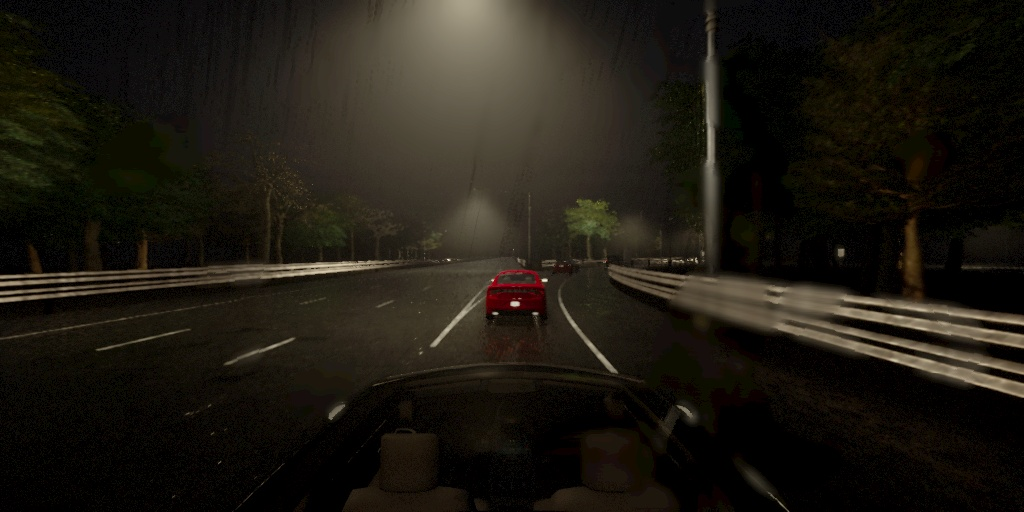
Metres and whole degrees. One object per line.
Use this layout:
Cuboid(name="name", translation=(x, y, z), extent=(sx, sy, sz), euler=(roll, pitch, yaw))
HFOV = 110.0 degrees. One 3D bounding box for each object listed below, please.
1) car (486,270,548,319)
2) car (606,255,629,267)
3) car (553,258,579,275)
Cuboid(name="car", translation=(0.248, 1.233, 12.752), extent=(1.882, 1.535, 5.008), euler=(0, 0, 4))
Cuboid(name="car", translation=(17.598, 0.884, 59.627), extent=(2.150, 2.045, 5.566), euler=(0, 0, 38))
Cuboid(name="car", translation=(5.889, 1.060, 38.725), extent=(2.097, 1.767, 4.553), euler=(0, 0, 21))
